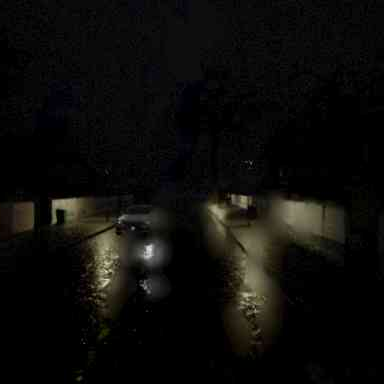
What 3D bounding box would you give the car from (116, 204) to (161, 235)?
[{"bbox_3d":[-2.734,1.391,17.727,1.812,1.442,4.674,0,0,0],"label":"car"}]
